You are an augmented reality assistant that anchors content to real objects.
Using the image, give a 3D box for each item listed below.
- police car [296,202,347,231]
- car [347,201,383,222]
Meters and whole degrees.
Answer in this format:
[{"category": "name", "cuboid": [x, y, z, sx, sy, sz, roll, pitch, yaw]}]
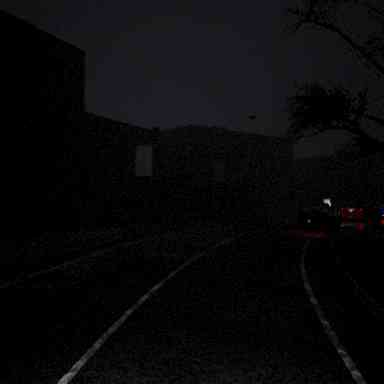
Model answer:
[{"category": "police car", "cuboid": [8.601, 1.573, 22.254, 1.930, 1.638, 5.238, 1, 0, 36]}, {"category": "car", "cuboid": [14.802, 1.611, 29.038, 4.553, 1.767, 2.097, 1, 0, -41]}]
